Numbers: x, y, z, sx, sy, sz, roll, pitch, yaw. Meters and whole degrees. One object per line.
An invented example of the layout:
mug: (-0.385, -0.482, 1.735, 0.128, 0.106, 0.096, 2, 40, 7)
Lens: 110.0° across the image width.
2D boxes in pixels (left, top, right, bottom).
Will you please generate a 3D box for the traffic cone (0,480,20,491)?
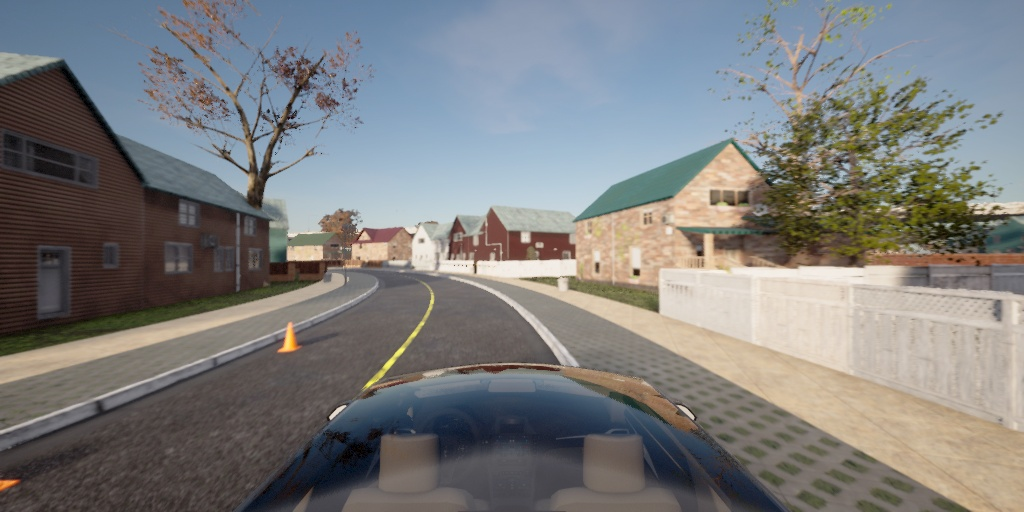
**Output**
traffic cone: (-4.586, 1.742, 3.056, 0.340, 0.580, 0.340, 0, 0, -2)

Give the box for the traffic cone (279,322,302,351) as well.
traffic cone: (-4.869, 1.749, 7.886, 0.340, 0.580, 0.340, 0, 0, -5)
